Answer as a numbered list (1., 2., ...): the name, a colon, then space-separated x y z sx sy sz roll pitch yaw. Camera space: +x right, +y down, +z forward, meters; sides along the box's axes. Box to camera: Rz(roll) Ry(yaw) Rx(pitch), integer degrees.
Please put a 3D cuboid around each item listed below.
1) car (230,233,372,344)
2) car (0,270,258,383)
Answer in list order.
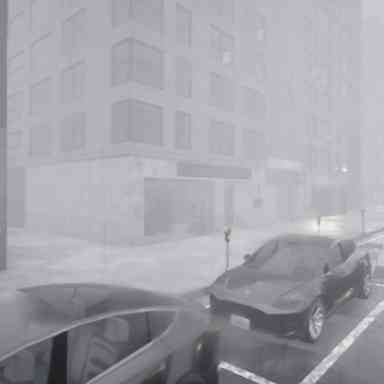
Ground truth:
1. car: 2.169 1.551 6.539 1.947 1.339 4.313 0 0 42
2. car: -1.522 1.551 2.428 1.947 1.339 4.313 0 0 42
